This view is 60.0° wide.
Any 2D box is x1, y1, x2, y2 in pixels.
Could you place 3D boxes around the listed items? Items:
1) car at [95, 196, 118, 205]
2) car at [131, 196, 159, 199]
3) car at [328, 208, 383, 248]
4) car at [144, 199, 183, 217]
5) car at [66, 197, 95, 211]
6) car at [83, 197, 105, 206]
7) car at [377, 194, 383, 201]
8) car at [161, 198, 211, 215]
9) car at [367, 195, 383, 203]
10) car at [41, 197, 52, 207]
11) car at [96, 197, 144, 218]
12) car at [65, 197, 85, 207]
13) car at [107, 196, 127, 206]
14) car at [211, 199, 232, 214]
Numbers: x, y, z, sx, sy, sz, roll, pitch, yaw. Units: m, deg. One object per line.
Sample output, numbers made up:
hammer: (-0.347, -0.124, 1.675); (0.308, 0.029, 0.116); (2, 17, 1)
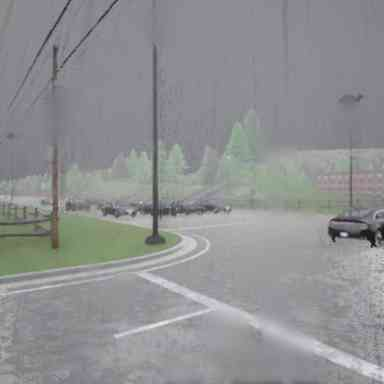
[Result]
car: (-10.459, 1.528, 41.780); (1.837, 1.490, 4.892); (0, 0, -35)
car: (-6.544, 1.365, 42.283); (2.097, 1.767, 4.553); (0, 0, -35)
car: (7.872, 1.471, 14.864); (4.902, 1.511, 2.128); (0, 0, -42)
car: (-3.201, 1.606, 31.373); (1.895, 1.301, 4.718); (0, 0, -35)
car: (-13.952, 1.509, 40.667); (1.882, 1.535, 5.008); (0, 0, -35)
car: (-16.963, 1.584, 57.343); (2.033, 1.411, 5.357); (0, 0, -35)
car: (43.465, 1.298, 73.130); (1.882, 1.535, 5.008); (0, 0, -13)
car: (-0.749, 1.546, 33.976); (2.033, 1.411, 5.357); (0, 0, -35)
car: (37.446, 1.425, 65.958); (1.812, 1.442, 4.674); (0, 0, -6)
car: (-23.297, 1.561, 54.203); (1.837, 1.490, 4.892); (0, 0, -35)
car: (-6.624, 1.506, 30.166); (2.128, 1.511, 4.902); (0, 0, -35)
car: (-19.178, 1.607, 54.381); (1.994, 1.385, 4.181); (0, 0, -34)
car: (-13.138, 1.533, 57.946); (1.837, 1.490, 4.892); (0, 0, -34)
car: (2.249, 1.483, 35.799); (2.128, 1.511, 4.902); (0, 0, -35)
